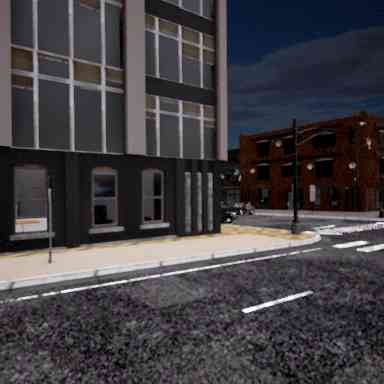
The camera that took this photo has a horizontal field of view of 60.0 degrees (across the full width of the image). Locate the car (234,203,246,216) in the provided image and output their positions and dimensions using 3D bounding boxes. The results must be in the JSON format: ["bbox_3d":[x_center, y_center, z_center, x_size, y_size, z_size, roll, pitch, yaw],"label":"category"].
[{"bbox_3d":[2.393,1.867,32.071,2.128,1.511,4.902,-1,0,-37],"label":"car"}]

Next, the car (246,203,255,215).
[{"bbox_3d":[5.263,1.916,38.109,2.008,1.369,4.403,-2,0,-37],"label":"car"}]

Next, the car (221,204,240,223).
[{"bbox_3d":[1.636,1.932,28.516,1.947,1.339,4.313,-2,0,-37],"label":"car"}]
